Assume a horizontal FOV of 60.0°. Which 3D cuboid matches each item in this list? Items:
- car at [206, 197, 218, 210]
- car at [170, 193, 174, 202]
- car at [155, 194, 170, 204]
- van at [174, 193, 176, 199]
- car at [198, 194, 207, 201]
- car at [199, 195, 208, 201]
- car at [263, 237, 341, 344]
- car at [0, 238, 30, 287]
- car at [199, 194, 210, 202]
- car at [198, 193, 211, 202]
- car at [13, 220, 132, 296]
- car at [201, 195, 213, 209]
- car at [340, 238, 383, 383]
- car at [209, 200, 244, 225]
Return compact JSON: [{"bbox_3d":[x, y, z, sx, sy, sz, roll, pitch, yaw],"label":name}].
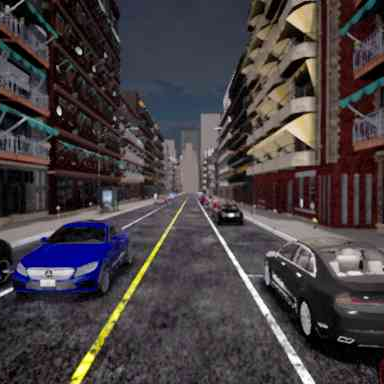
[{"bbox_3d":[2.506,1.456,28.939,1.887,1.381,4.507,-1,0,0],"label":"car"},{"bbox_3d":[-5.366,1.243,68.793,1.967,1.590,4.097,-1,0,0],"label":"car"},{"bbox_3d":[-5.359,1.272,57.490,1.967,1.590,4.097,-1,0,0],"label":"car"},{"bbox_3d":[-5.381,1.088,91.397,1.690,1.788,3.998,-1,0,0],"label":"van"},{"bbox_3d":[2.509,1.320,79.918,1.887,1.381,4.507,-1,0,0],"label":"car"},{"bbox_3d":[2.513,1.371,74.254,1.802,1.307,4.206,-1,0,0],"label":"car"},{"bbox_3d":[2.520,1.530,6.282,2.008,1.369,4.403,-1,0,0],"label":"car"},{"bbox_3d":[-5.328,1.544,6.630,1.947,1.339,4.313,-1,0,0],"label":"car"},{"bbox_3d":[2.519,1.244,68.589,1.967,1.590,4.097,-1,0,0],"label":"car"},{"bbox_3d":[2.509,1.148,57.261,2.192,1.841,5.009,-1,0,0],"label":"car"},{"bbox_3d":[-2.762,1.497,8.729,1.812,1.442,4.674,0,0,0],"label":"car"},{"bbox_3d":[2.500,1.430,40.268,2.008,1.369,4.403,-1,0,0],"label":"car"},{"bbox_3d":[2.520,1.313,0.617,2.192,1.841,5.009,-1,0,0],"label":"car"},{"bbox_3d":[2.510,1.494,23.275,1.947,1.339,4.313,-1,0,0],"label":"car"}]
